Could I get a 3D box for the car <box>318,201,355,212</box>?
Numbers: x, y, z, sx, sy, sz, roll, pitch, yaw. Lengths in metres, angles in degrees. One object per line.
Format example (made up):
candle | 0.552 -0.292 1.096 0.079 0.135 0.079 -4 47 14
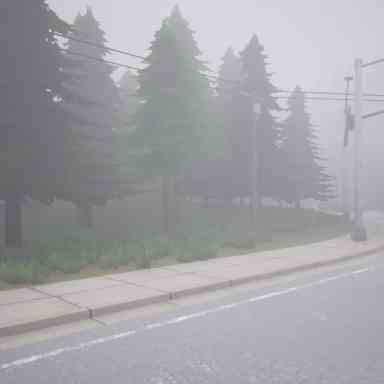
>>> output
car | 16.509 1.601 37.634 1.895 1.301 4.718 0 0 -15
